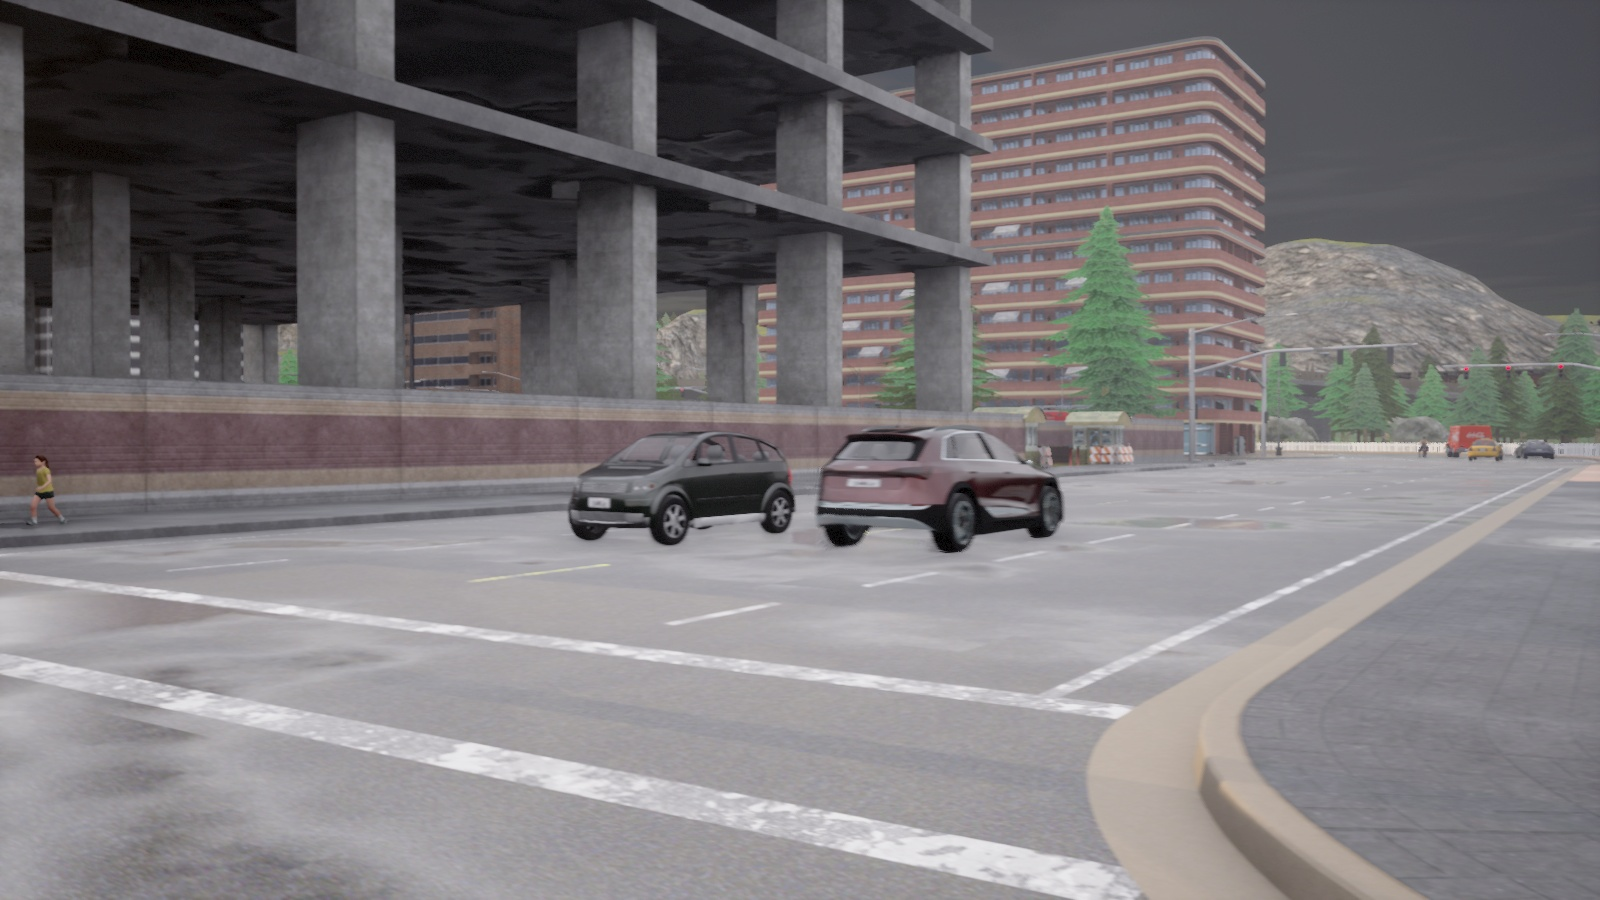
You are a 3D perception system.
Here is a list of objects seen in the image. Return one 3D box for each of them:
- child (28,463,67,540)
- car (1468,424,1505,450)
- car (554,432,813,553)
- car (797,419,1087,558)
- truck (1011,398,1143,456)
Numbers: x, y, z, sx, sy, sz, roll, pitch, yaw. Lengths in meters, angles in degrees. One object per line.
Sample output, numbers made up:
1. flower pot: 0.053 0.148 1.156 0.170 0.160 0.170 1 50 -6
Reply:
1. child: -11.009 0.747 18.370 0.255 1.110 0.394 -1 1 19
2. car: 45.847 -0.885 83.839 1.801 1.575 5.366 -1 1 33
3. car: -1.582 0.533 18.241 1.789 1.549 3.705 -1 1 33
4. car: 2.158 0.429 17.557 2.033 1.649 4.856 -1 1 33
5. truck: 19.180 -1.533 87.173 8.468 3.827 2.891 -1 1 34
